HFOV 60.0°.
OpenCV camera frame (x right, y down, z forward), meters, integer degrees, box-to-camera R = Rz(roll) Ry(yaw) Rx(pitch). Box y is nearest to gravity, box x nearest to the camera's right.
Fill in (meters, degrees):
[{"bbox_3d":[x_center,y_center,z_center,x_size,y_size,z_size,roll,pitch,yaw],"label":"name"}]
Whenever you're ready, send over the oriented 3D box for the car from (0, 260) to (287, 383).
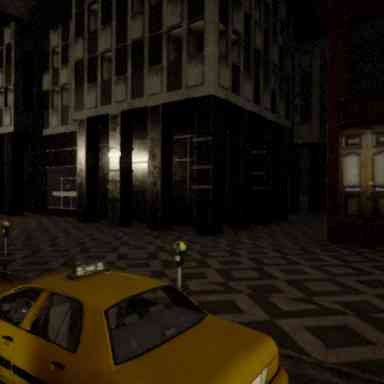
[{"bbox_3d":[-1.399,1.500,3.957,4.829,1.417,1.752,1,1,35],"label":"car"}]
